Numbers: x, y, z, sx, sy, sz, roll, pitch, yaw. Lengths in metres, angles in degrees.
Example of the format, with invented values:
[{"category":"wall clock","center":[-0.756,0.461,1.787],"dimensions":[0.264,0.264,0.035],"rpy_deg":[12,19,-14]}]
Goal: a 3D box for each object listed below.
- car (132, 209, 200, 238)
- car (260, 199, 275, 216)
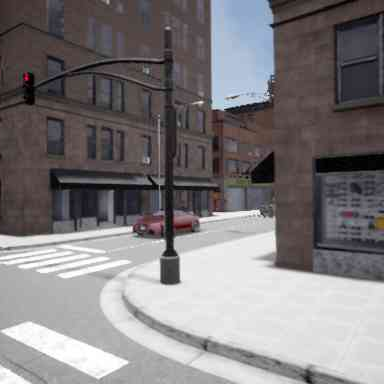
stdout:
[{"category":"car","center":[-1.348,1.655,18.464],"dimensions":[1.994,1.385,4.181],"rpy_deg":[-1,0,35]},{"category":"car","center":[8.233,1.402,31.864],"dimensions":[2.097,1.767,4.553],"rpy_deg":[-1,0,36]}]
